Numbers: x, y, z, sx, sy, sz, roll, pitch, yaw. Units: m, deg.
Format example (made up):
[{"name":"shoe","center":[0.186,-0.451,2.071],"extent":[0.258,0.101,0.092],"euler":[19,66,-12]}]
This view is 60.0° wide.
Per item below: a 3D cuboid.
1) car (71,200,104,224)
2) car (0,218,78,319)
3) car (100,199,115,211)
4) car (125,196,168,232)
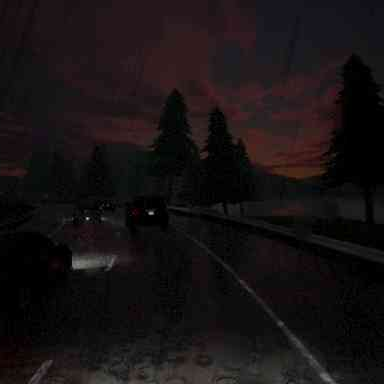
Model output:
[{"name":"car","center":[-7.852,1.543,24.864],"extent":[1.837,1.490,4.892],"euler":[0,0,-18]},{"name":"car","center":[-4.031,1.542,7.188],"extent":[1.812,1.442,4.674],"euler":[0,0,-5]},{"name":"car","center":[-10.821,1.603,40.304],"extent":[2.033,1.411,5.357],"euler":[0,0,-29]},{"name":"car","center":[-2.895,1.242,20.608],"extent":[2.150,2.045,5.566],"euler":[0,0,-15]}]
